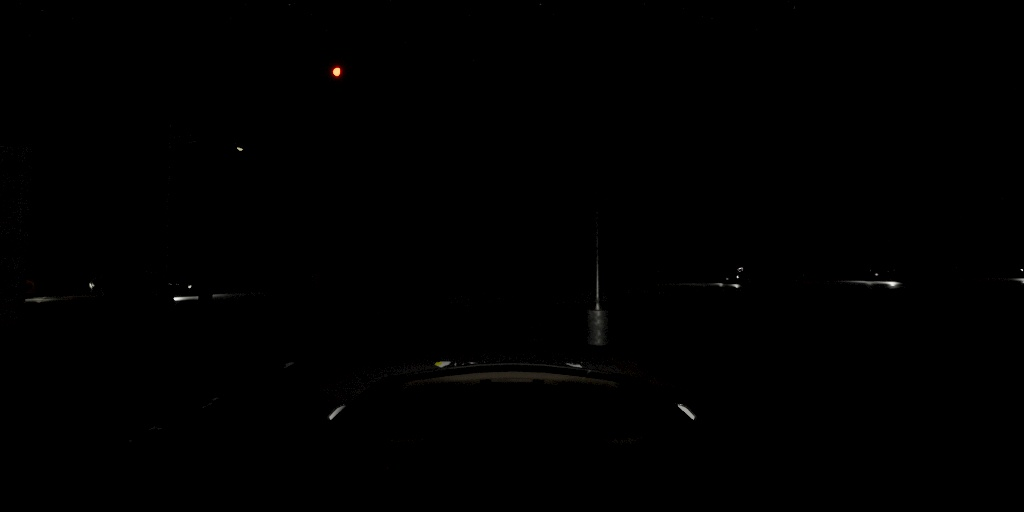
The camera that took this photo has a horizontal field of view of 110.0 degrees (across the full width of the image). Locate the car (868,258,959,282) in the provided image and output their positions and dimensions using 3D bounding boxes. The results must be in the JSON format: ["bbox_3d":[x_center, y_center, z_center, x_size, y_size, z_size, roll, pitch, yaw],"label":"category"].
[{"bbox_3d":[26.133,0.891,23.394,4.674,1.442,1.812,-1,-2,1],"label":"car"}]

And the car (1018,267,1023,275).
[{"bbox_3d":[36.727,0.751,23.358,5.357,1.411,2.033,-1,-2,0],"label":"car"}]

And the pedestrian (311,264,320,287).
[{"bbox_3d":[-15.057,1.466,27.397,0.375,1.860,0.375,0,-1,0],"label":"pedestrian"}]

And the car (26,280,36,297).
[{"bbox_3d":[-29.647,1.581,19.834,5.008,1.535,1.882,-1,-2,0],"label":"car"}]

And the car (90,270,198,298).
[{"bbox_3d":[-20.222,1.495,19.806,4.892,1.490,1.837,-1,-2,0],"label":"car"}]

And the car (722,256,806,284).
[{"bbox_3d":[16.284,0.875,23.421,4.553,1.767,2.097,-1,-2,0],"label":"car"}]
